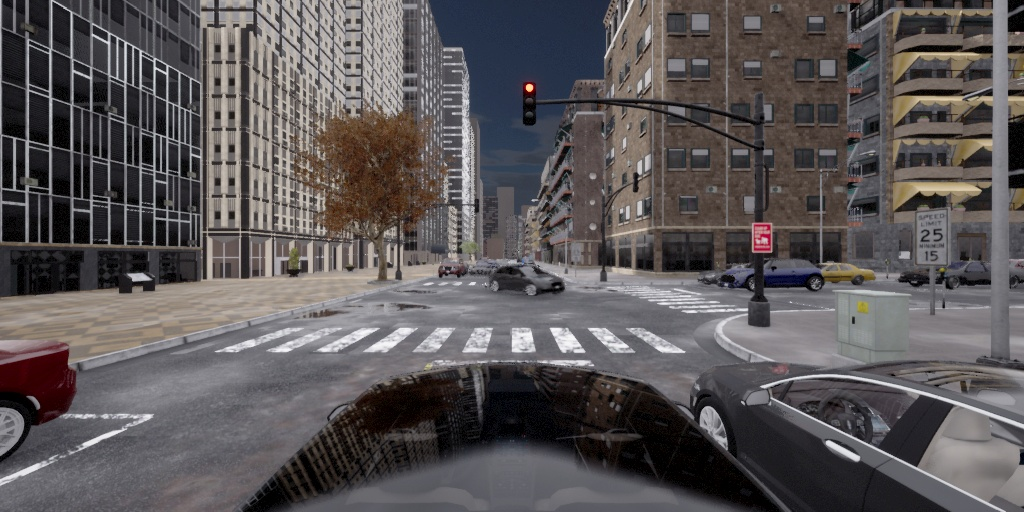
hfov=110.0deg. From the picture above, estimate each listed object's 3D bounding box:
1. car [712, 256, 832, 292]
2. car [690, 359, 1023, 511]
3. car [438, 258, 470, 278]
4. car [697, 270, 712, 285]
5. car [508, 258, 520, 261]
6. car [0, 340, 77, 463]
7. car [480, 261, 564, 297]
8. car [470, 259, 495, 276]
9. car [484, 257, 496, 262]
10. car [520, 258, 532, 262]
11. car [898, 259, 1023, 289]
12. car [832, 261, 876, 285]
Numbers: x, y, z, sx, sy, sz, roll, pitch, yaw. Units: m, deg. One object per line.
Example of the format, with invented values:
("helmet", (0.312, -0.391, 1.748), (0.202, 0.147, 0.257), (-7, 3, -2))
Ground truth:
("car", (13.521, 0.896, 18.884), (4.553, 1.767, 2.097), (-1, 0, 0))
("car", (2.688, 1.300, 2.031), (2.007, 1.370, 4.403), (0, 0, 0))
("car", (-5.695, 1.078, 34.418), (2.192, 1.841, 5.009), (0, 0, 0))
("car", (13.433, 1.095, 21.448), (4.403, 1.370, 2.007), (0, 0, -1))
("car", (0.097, 1.317, 63.448), (1.812, 1.442, 4.674), (0, 0, 0))
("car", (-5.692, 1.295, 2.030), (1.888, 1.381, 4.507), (0, 0, 0))
("car", (0.618, 1.259, 19.204), (1.837, 1.490, 4.892), (-3, 2, -40))
("car", (-3.104, 1.329, 36.613), (1.994, 1.385, 4.181), (0, 0, 0))
("car", (-3.090, 1.330, 56.247), (2.033, 1.411, 5.357), (0, 0, 0))
("car", (2.685, 1.348, 56.509), (1.948, 1.339, 4.313), (0, 0, 0))
("car", (23.903, 0.948, 18.965), (5.357, 1.411, 2.033), (-1, 0, -1))
("car", (18.830, 0.992, 21.503), (4.829, 1.417, 1.751), (0, 0, -1))
